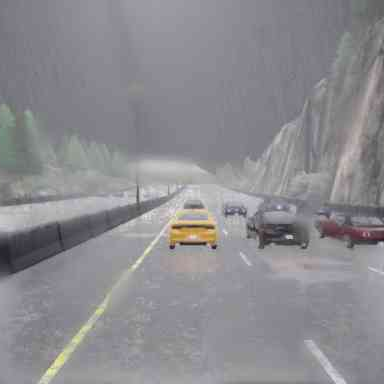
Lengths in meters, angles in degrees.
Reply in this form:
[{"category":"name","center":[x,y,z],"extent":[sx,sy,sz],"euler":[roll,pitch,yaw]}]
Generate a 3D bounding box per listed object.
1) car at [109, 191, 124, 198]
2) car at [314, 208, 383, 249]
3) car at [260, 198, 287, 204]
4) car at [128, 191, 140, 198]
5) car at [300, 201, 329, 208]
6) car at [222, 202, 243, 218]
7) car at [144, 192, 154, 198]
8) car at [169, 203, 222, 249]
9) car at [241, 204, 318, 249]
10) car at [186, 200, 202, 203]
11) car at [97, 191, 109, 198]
[{"category":"car","center":[-16.954,0.597,76.785],"extent":[1.882,1.535,5.008],"euler":[0,1,0]},{"category":"car","center":[7.063,1.618,14.582],"extent":[1.895,1.301,4.718],"euler":[0,0,0]},{"category":"car","center":[7.179,1.290,29.517],"extent":[2.097,1.767,4.553],"euler":[0,0,0]},{"category":"car","center":[-13.454,0.473,76.784],"extent":[2.097,1.767,4.553],"euler":[0,1,0]},{"category":"car","center":[10.679,1.496,29.521],"extent":[1.994,1.385,4.181],"euler":[0,0,0]},{"category":"car","center":[3.680,1.540,29.606],"extent":[1.895,1.301,4.718],"euler":[0,0,0]},{"category":"car","center":[-9.955,0.715,76.703],"extent":[1.895,1.301,4.718],"euler":[0,1,0]},{"category":"car","center":[0.063,1.486,14.607],"extent":[1.882,1.535,5.008],"euler":[0,0,0]},{"category":"car","center":[3.563,1.486,14.580],"extent":[1.882,1.535,5.008],"euler":[0,0,0]},{"category":"car","center":[0.180,1.440,29.603],"extent":[1.837,1.490,4.892],"euler":[0,0,0]},{"category":"car","center":[-20.454,0.597,76.812],"extent":[1.882,1.535,5.008],"euler":[0,1,0]}]
